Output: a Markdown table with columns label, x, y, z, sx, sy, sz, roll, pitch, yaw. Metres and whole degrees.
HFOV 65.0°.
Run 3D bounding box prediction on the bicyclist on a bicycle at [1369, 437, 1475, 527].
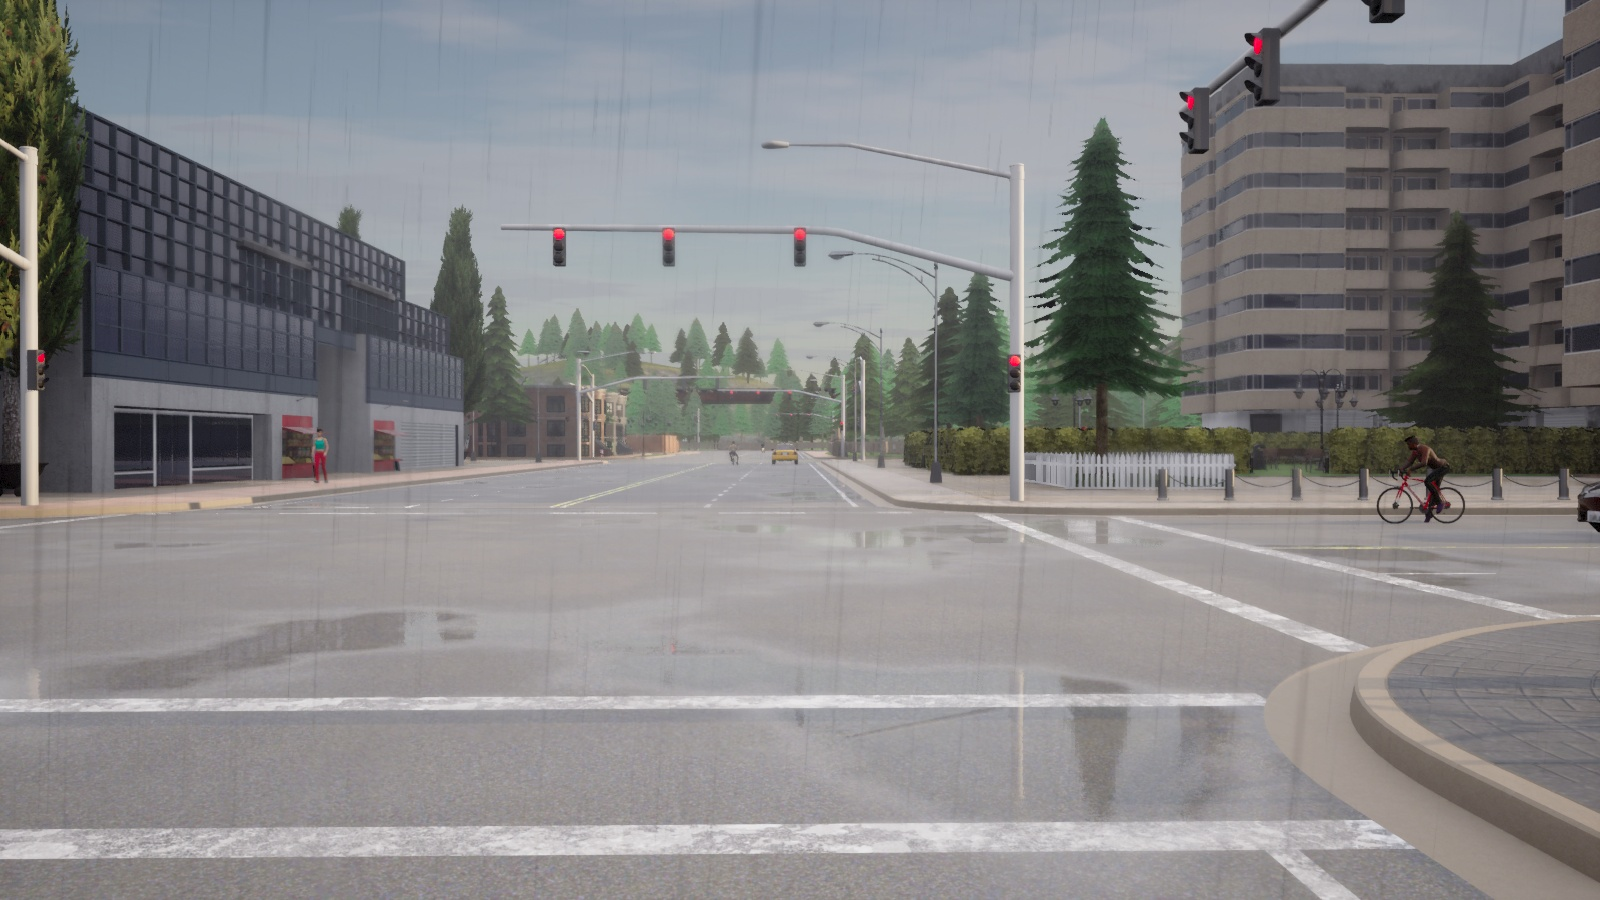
| label | x | y | z | sx | sy | sz | roll | pitch | yaw |
| --- | --- | --- | --- | --- | --- | --- | --- | --- | --- |
| bicyclist on a bicycle | 11.414 | 0.578 | 23.080 | 1.656 | 1.620 | 0.582 | 0 | 0 | -1 |

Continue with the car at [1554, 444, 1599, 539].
| label | x | y | z | sx | sy | sz | roll | pitch | yaw |
| --- | --- | --- | --- | --- | --- | --- | --- | --- | --- |
| car | 14.827 | 0.647 | 19.625 | 4.792 | 1.488 | 2.163 | 0 | 0 | -1 |

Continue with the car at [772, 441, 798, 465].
| label | x | y | z | sx | sy | sz | roll | pitch | yaw |
| --- | --- | --- | --- | --- | --- | --- | --- | --- | --- |
| car | -1.048 | 0.189 | 87.747 | 1.801 | 1.575 | 5.366 | 0 | 0 | -1 |

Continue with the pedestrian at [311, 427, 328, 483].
| label | x | y | z | sx | sy | sz | roll | pitch | yaw |
| --- | --- | --- | --- | --- | --- | --- | --- | --- | --- |
| pedestrian | -15.901 | 0.158 | 41.587 | 0.345 | 1.836 | 0.594 | 0 | 0 | -1 |
